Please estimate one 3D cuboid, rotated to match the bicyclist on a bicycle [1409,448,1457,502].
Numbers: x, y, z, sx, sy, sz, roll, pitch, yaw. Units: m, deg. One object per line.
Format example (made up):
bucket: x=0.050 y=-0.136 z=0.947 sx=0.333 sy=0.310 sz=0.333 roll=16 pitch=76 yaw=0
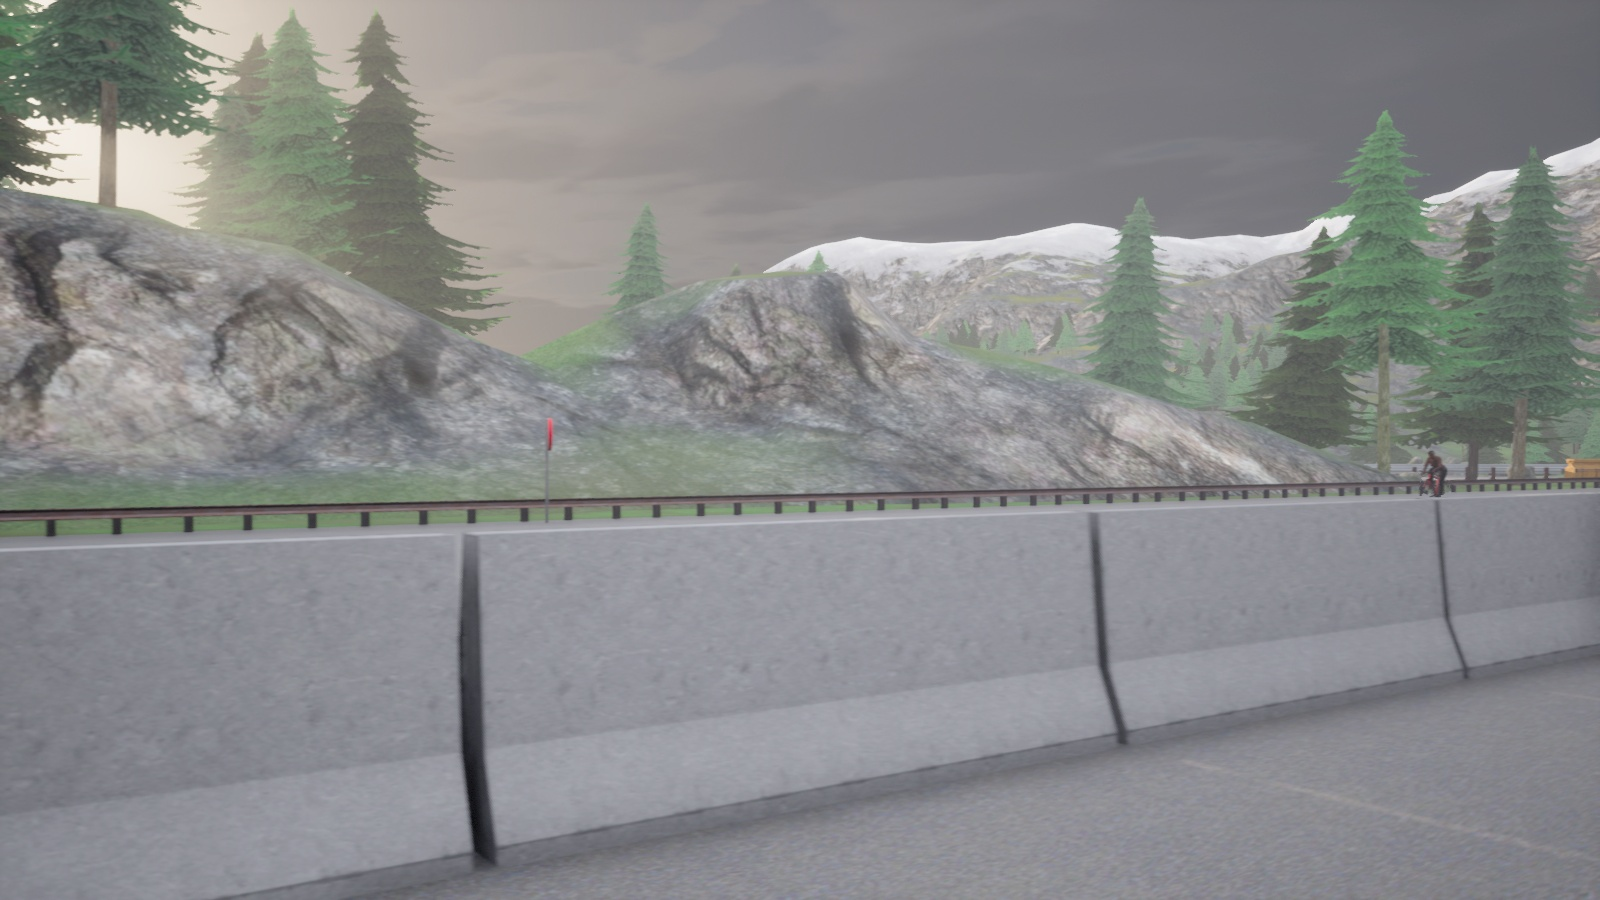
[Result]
bicyclist on a bicycle: x=19.391 y=0.751 z=38.477 sx=1.656 sy=1.620 sz=0.582 roll=0 pitch=0 yaw=-35
